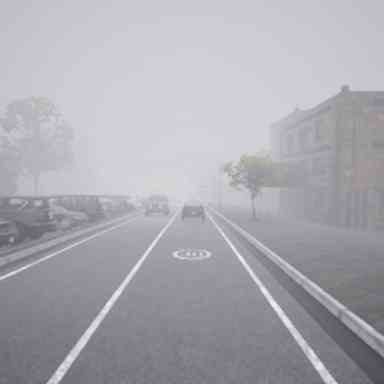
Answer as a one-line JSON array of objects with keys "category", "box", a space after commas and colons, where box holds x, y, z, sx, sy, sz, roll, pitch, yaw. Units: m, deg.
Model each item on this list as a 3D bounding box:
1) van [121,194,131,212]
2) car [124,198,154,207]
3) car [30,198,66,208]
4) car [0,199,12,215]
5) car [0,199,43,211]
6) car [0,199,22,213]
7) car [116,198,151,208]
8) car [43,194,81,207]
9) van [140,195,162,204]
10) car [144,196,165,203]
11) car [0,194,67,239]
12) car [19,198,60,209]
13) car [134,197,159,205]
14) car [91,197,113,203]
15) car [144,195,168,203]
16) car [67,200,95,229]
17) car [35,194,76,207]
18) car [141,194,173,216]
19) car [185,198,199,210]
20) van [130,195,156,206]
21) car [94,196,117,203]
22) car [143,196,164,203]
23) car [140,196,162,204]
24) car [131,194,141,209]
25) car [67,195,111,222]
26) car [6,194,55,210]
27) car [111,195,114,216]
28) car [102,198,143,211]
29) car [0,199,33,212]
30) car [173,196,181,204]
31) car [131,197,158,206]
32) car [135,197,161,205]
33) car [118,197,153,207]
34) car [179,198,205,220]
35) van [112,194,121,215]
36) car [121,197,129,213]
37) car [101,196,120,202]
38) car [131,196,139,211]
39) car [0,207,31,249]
[{"category": "van", "box": [-8.972, 1.291, 34.301, 4.442, 1.987, 1.878, 0, 0, 0]}, {"category": "car", "box": [-8.917, 1.705, 56.722, 4.792, 1.488, 2.163, 0, -1, 0]}, {"category": "car", "box": [-21.956, 1.665, 50.768, 4.674, 1.452, 2.002, 0, 0, 0]}, {"category": "car", "box": [-21.749, 1.514, 34.182, 5.366, 1.575, 1.946, 0, 0, 0]}, {"category": "car", "box": [-21.975, 1.596, 42.538, 4.792, 1.488, 2.163, 0, 0, 0]}, {"category": "car", "box": [-21.933, 1.533, 36.969, 5.008, 1.535, 2.097, 0, 0, 0]}, {"category": "car", "box": [-8.874, 1.626, 51.119, 5.008, 1.535, 2.097, 0, -1, 0]}, {"category": "car", "box": [-21.938, 1.422, 56.340, 5.566, 2.045, 2.435, 0, -1, 0]}, {"category": "van", "box": [-8.791, 1.577, 70.740, 4.442, 1.987, 1.878, 0, -1, 0]}, {"category": "car", "box": [-8.889, 1.753, 79.149, 4.553, 1.767, 2.185, 0, -1, 0]}, {"category": "car", "box": [-8.876, 1.179, 14.679, 5.566, 2.045, 2.435, 0, 0, 0]}, {"category": "car", "box": [-21.949, 1.605, 48.108, 5.008, 1.535, 2.097, 0, 0, 0]}, {"category": "car", "box": [-8.871, 1.782, 65.132, 4.792, 1.488, 2.163, 0, -1, 0]}, {"category": "car", "box": [-22.009, 1.903, 81.560, 4.892, 1.521, 2.231, 0, -1, 0]}, {"category": "car", "box": [-8.896, 1.653, 81.953, 5.566, 2.045, 2.435, 0, -1, 0]}, {"category": "car", "box": [-8.852, 1.443, 20.283, 4.892, 1.521, 2.231, 0, 0, 0]}, {"category": "car", "box": [-21.934, 1.398, 53.678, 5.566, 2.045, 2.435, 0, -1, 0]}, {"category": "car", "box": [-3.348, 1.265, 32.996, 2.150, 2.045, 5.566, 0, 0, 0]}, {"category": "car", "box": [0.044, 1.573, 45.450, 1.801, 1.575, 5.366, 0, 0, 0]}, {"category": "van", "box": [-8.775, 1.475, 59.528, 4.442, 1.987, 1.878, 0, -1, 0]}, {"category": "car", "box": [-21.822, 1.924, 84.337, 5.366, 1.575, 1.946, 0, -1, 0]}, {"category": "car", "box": [-8.885, 1.728, 76.345, 4.553, 1.767, 2.185, 0, -1, 0]}, {"category": "car", "box": [-8.943, 1.702, 73.542, 4.553, 1.767, 2.185, 0, -1, 0]}, {"category": "car", "box": [-8.892, 1.298, 39.908, 5.566, 2.045, 2.435, 0, 0, 0]}, {"category": "car", "box": [-8.875, 1.204, 23.089, 5.566, 2.045, 2.435, 0, 0, 0]}, {"category": "car", "box": [-21.923, 1.333, 45.323, 5.566, 2.045, 2.435, 0, 0, 0]}, {"category": "car", "box": [-8.816, 1.342, 25.889, 4.553, 1.767, 2.185, 0, 0, 0]}, {"category": "car", "box": [-8.863, 1.567, 42.714, 4.892, 1.521, 2.231, 0, 0, 0]}, {"category": "car", "box": [-21.913, 1.579, 39.753, 4.792, 1.488, 2.163, 0, 0, 0]}, {"category": "car", "box": [-3.257, 1.814, 74.024, 2.128, 1.511, 4.902, 0, -1, 0]}, {"category": "car", "box": [-8.867, 1.756, 62.328, 4.792, 1.488, 2.163, 0, -1, 0]}, {"category": "car", "box": [-8.899, 1.777, 67.935, 5.008, 1.535, 2.097, 0, -1, 0]}, {"category": "car", "box": [-9.069, 1.647, 53.919, 5.366, 1.575, 1.946, 0, -1, 0]}, {"category": "car", "box": [0.094, 1.495, 28.336, 1.882, 1.535, 5.008, 0, -1, 0]}, {"category": "van", "box": [-8.733, 1.259, 28.694, 4.442, 1.987, 1.878, 0, 0, 0]}, {"category": "car", "box": [-8.846, 1.502, 31.497, 4.892, 1.521, 2.231, 0, 0, 0]}, {"category": "car", "box": [-22.046, 1.852, 89.888, 4.553, 1.767, 2.185, 0, -1, 0]}, {"category": "car", "box": [-8.854, 1.533, 37.103, 5.008, 1.535, 2.097, 0, 0, 0]}, {"category": "car", "box": [-8.843, 1.430, 11.878, 4.892, 1.521, 2.231, 0, 0, 0]}]
